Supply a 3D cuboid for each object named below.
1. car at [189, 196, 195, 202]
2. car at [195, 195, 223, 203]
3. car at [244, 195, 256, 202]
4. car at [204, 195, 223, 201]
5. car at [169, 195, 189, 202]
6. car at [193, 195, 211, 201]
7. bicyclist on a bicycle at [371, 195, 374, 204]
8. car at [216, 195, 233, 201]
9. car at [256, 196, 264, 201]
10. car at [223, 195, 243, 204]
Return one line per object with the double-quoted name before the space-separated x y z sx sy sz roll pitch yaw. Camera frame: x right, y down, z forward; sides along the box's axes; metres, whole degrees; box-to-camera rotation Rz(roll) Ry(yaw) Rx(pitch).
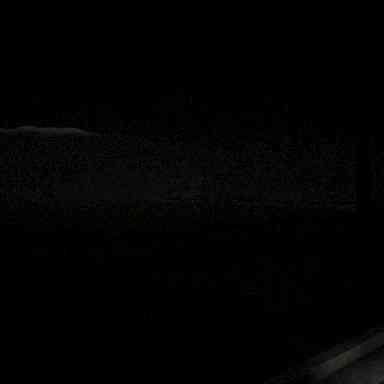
"car" -0.523 1.533 77.308 1.895 1.301 4.718 0 0 -35
"car" 3.325 1.467 65.806 1.882 1.535 5.008 0 0 -35
"car" 11.099 1.486 72.951 1.837 1.490 4.892 0 0 -35
"car" 5.221 1.430 81.309 1.837 1.490 4.892 0 0 -35
"car" -3.369 1.438 75.270 1.837 1.490 4.892 0 0 -35
"car" 2.357 1.434 79.297 1.837 1.490 4.892 0 0 -35
"bicyclist on a bicycle" 31.100 1.286 57.661 1.656 1.620 0.582 0 0 -35
"car" 8.084 1.481 83.323 1.994 1.385 4.181 0 0 -35
"car" 13.941 1.580 74.994 1.895 1.301 4.718 0 0 -35
"car" 7.363 1.494 66.119 1.837 1.490 4.892 0 0 -35
